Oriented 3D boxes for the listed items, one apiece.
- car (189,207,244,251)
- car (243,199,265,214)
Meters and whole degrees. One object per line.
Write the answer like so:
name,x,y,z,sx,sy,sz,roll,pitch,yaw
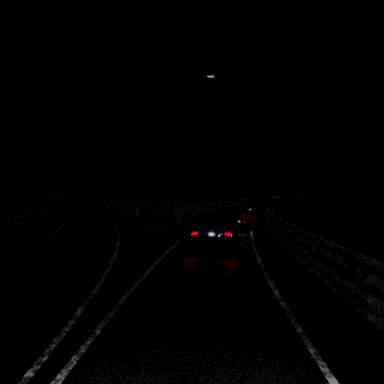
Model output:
car,1.081,1.556,14.331,2.033,1.411,5.357,0,0,9
car,6.929,1.545,36.927,1.837,1.490,4.892,0,0,21
